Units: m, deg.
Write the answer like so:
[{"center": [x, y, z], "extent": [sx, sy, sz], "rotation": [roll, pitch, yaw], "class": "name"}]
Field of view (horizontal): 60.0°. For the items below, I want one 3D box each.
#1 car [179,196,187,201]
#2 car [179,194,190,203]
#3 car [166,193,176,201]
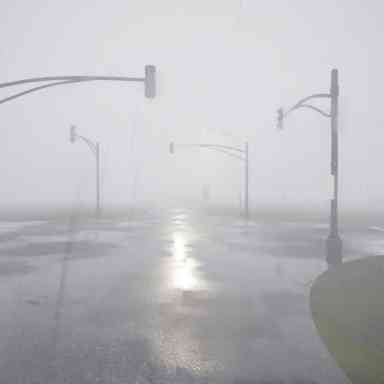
[{"center": [-2.219, 1.559, 80.003], "extent": [1.895, 1.301, 4.718], "rotation": [0, 0, -4], "class": "car"}, {"center": [-1.617, 1.384, 69.929], "extent": [2.097, 1.767, 4.553], "rotation": [0, 0, -3], "class": "car"}, {"center": [-4.604, 1.013, 74.022], "extent": [2.097, 1.767, 4.553], "rotation": [0, 0, -3], "class": "car"}]
